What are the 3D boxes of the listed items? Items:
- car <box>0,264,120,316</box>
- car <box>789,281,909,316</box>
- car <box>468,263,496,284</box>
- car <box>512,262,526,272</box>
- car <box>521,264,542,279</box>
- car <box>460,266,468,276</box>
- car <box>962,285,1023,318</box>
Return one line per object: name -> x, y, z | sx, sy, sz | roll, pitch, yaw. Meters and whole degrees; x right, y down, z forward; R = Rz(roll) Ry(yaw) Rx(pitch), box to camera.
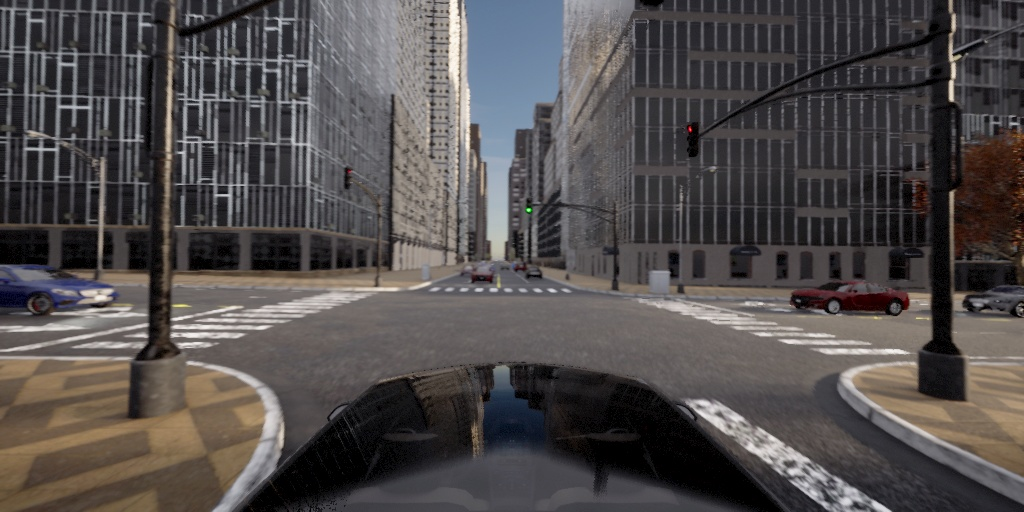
car -> -15.359, 1.000, 11.259 | 4.674, 1.442, 1.812 | 2, -1, -3
car -> 16.141, 1.943, 17.302 | 5.008, 1.535, 1.882 | 2, -1, -5
car -> -2.679, 1.656, 32.897 | 1.882, 1.535, 5.008 | 1, -1, -2
car -> 1.507, 1.946, 63.275 | 2.192, 1.841, 5.009 | 0, 0, -2
car -> 2.444, 1.911, 41.187 | 1.948, 1.339, 4.313 | 0, 0, -2
car -> -5.701, 1.913, 46.391 | 1.802, 1.307, 4.207 | 0, 0, -2
car -> 25.687, 2.239, 18.085 | 4.902, 1.511, 2.128 | 2, -1, -5
